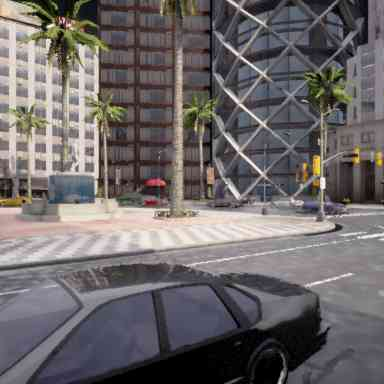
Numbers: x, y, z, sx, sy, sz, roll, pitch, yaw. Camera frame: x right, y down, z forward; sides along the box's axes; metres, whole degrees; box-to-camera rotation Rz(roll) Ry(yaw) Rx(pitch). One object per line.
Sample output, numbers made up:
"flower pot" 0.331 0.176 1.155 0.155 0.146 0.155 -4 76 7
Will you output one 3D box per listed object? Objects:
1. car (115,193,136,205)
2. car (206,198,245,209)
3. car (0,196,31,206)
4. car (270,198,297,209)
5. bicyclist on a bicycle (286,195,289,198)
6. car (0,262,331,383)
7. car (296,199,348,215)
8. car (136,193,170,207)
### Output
"car" -11.165 1.221 59.046 5.566 2.045 2.150 0 0 8
"car" 4.411 1.548 44.889 5.357 1.411 2.033 0 0 38
"car" -28.765 1.478 54.458 5.008 1.535 1.882 0 0 -14
"car" 13.196 1.525 46.375 1.812 1.442 4.674 0 0 -42
"bicyclist on a bicycle" 15.720 1.300 54.592 0.582 1.620 1.656 0 0 42
"car" -0.788 1.547 3.437 5.357 1.411 2.033 0 0 -35
"car" 13.571 1.525 34.262 1.812 1.442 4.674 0 0 -37
"car" -5.591 1.351 50.322 4.553 1.767 2.097 0 0 17
